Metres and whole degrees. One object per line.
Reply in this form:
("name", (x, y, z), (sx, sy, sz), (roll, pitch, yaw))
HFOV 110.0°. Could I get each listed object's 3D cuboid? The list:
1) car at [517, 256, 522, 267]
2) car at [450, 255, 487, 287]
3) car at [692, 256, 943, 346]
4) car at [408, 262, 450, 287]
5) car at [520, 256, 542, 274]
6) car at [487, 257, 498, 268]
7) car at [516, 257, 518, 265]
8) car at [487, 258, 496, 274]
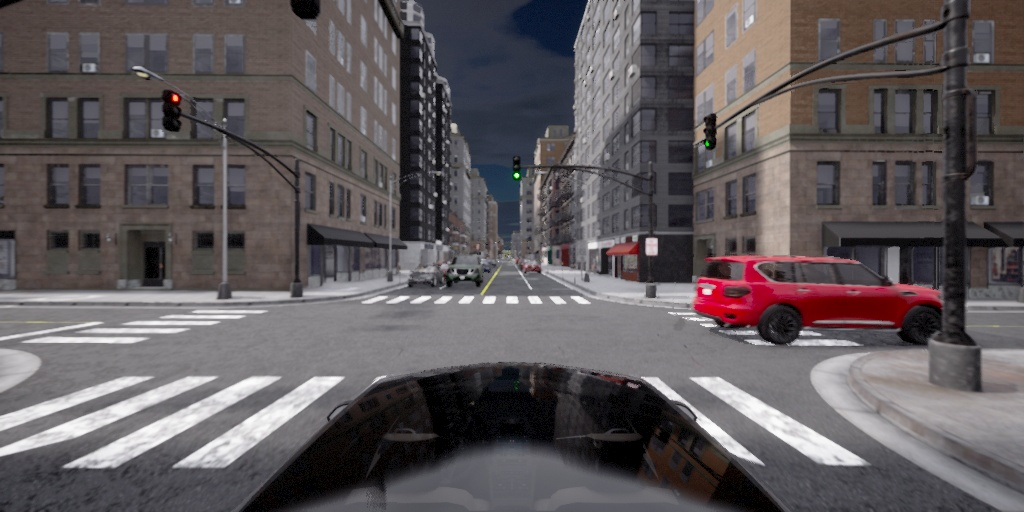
("car", (2.121, 1.131, 51.130), (1.967, 1.591, 4.097), (0, 0, -1))
("car", (-3.101, 0.939, 24.581), (2.150, 2.045, 5.566), (0, 0, -2))
("car", (7.650, 1.028, 9.186), (5.566, 2.045, 2.150), (0, 0, -1))
("car", (-5.628, 1.263, 23.787), (2.007, 1.370, 4.403), (0, 0, -1))
("car", (2.231, 1.148, 40.222), (1.967, 1.591, 4.097), (0, 0, -1))
("car", (-3.338, 1.228, 58.403), (1.837, 1.490, 4.892), (0, 0, -1))
("car", (2.066, 1.228, 56.584), (1.888, 1.381, 4.507), (0, 0, -1))
("car", (-3.249, 1.243, 40.210), (2.033, 1.411, 5.357), (0, 0, -1))
